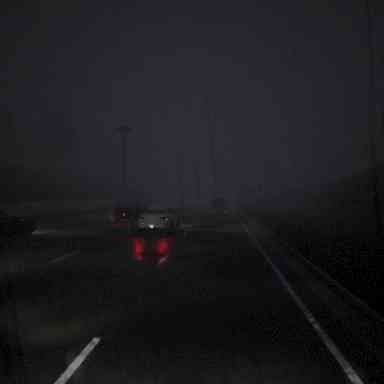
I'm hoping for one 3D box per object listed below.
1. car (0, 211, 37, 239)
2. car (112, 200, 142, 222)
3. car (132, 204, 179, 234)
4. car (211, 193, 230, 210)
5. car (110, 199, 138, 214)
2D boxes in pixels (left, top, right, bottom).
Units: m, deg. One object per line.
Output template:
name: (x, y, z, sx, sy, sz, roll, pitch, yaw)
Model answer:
car: (-9.295, 1.554, 15.184, 2.033, 1.411, 5.357, 0, 0, 5)
car: (-4.803, 1.507, 26.927, 1.882, 1.535, 5.008, 0, 0, 5)
car: (-1.901, 1.549, 19.527, 1.812, 1.442, 4.674, 0, 0, 5)
car: (3.685, 1.419, 44.521, 2.097, 1.767, 4.553, 0, 0, 5)
car: (-7.481, 1.565, 37.108, 1.812, 1.442, 4.674, 0, 0, 5)
